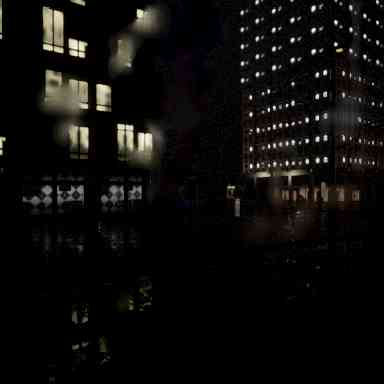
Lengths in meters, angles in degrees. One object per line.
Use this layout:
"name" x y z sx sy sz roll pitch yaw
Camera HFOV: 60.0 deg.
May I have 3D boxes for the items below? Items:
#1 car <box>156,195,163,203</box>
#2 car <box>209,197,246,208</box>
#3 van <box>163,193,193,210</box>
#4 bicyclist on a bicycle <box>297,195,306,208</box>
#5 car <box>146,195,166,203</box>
"car" -3.842 1.035 58.721 2.192 1.841 5.009 0 0 -34
"car" 4.427 1.377 41.930 2.033 1.411 5.357 -1 1 -34
"van" -1.440 1.210 40.266 1.690 1.788 3.998 0 0 -34
"bicyclist on a bicycle" 12.950 1.117 39.221 1.656 1.620 0.582 -1 1 -34
"car" -6.954 1.238 63.305 1.887 1.381 4.507 0 0 -34
